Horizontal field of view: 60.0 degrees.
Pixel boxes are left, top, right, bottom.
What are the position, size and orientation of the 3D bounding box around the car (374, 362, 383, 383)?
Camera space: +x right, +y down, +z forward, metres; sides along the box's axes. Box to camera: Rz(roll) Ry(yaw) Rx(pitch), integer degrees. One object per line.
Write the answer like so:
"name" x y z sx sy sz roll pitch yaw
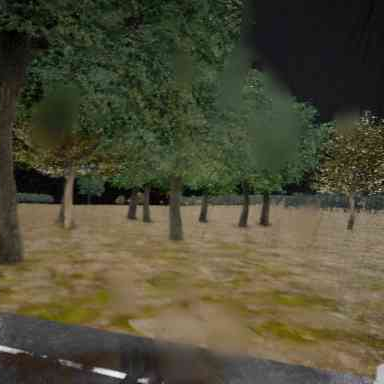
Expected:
"car" 4.018 1.959 2.540 4.674 1.442 1.812 1 -5 19
